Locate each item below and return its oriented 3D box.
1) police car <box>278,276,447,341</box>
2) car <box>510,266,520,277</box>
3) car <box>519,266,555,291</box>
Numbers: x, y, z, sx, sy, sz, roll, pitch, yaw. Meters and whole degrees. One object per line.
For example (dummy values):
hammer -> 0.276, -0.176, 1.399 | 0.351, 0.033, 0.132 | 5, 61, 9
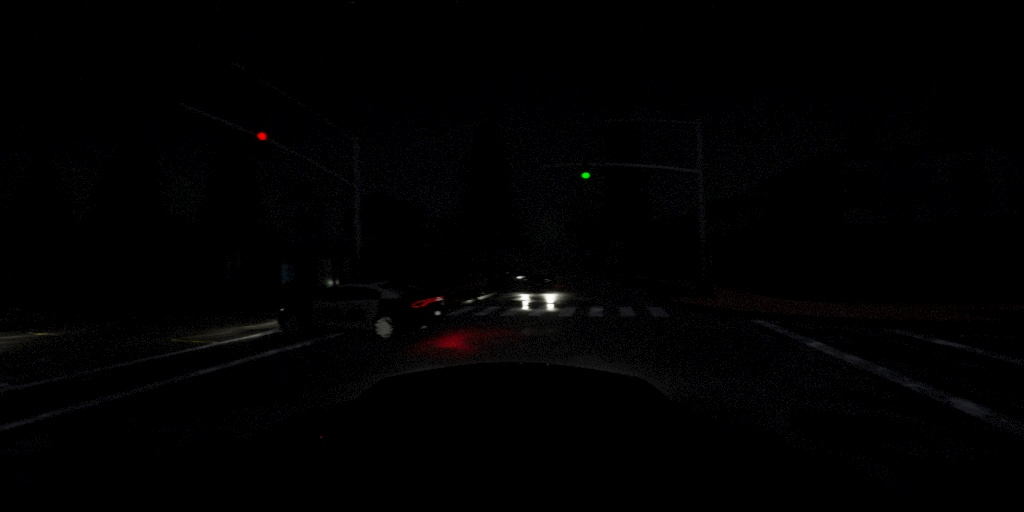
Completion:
police car -> -4.503, 1.446, 10.579 | 5.238, 1.638, 1.930 | -2, -1, 17
car -> 1.032, 2.014, 48.970 | 2.033, 1.411, 5.357 | -2, -1, -13
car -> 1.950, 1.519, 24.823 | 1.882, 1.535, 5.008 | -2, -1, 9
